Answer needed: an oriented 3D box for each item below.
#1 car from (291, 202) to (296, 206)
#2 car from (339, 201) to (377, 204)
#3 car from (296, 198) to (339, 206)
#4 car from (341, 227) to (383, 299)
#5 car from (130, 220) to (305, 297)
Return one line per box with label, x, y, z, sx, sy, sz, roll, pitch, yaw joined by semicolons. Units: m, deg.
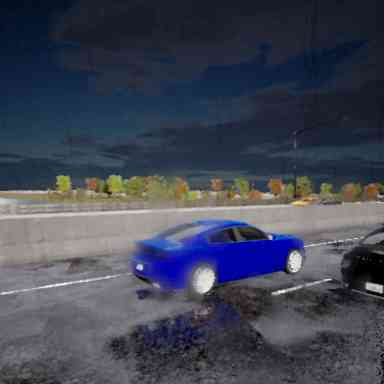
car;13.708;1.397;39.061;5.008;1.535;1.882;0;0;-34
car;16.976;1.522;32.828;4.718;1.301;1.895;0;0;-34
car;13.586;1.416;34.749;4.902;1.511;2.128;0;0;-34
car;5.315;1.481;7.485;4.892;1.490;1.837;-1;0;-35
car;0.881;1.461;8.644;5.008;1.535;1.882;0;0;-35
